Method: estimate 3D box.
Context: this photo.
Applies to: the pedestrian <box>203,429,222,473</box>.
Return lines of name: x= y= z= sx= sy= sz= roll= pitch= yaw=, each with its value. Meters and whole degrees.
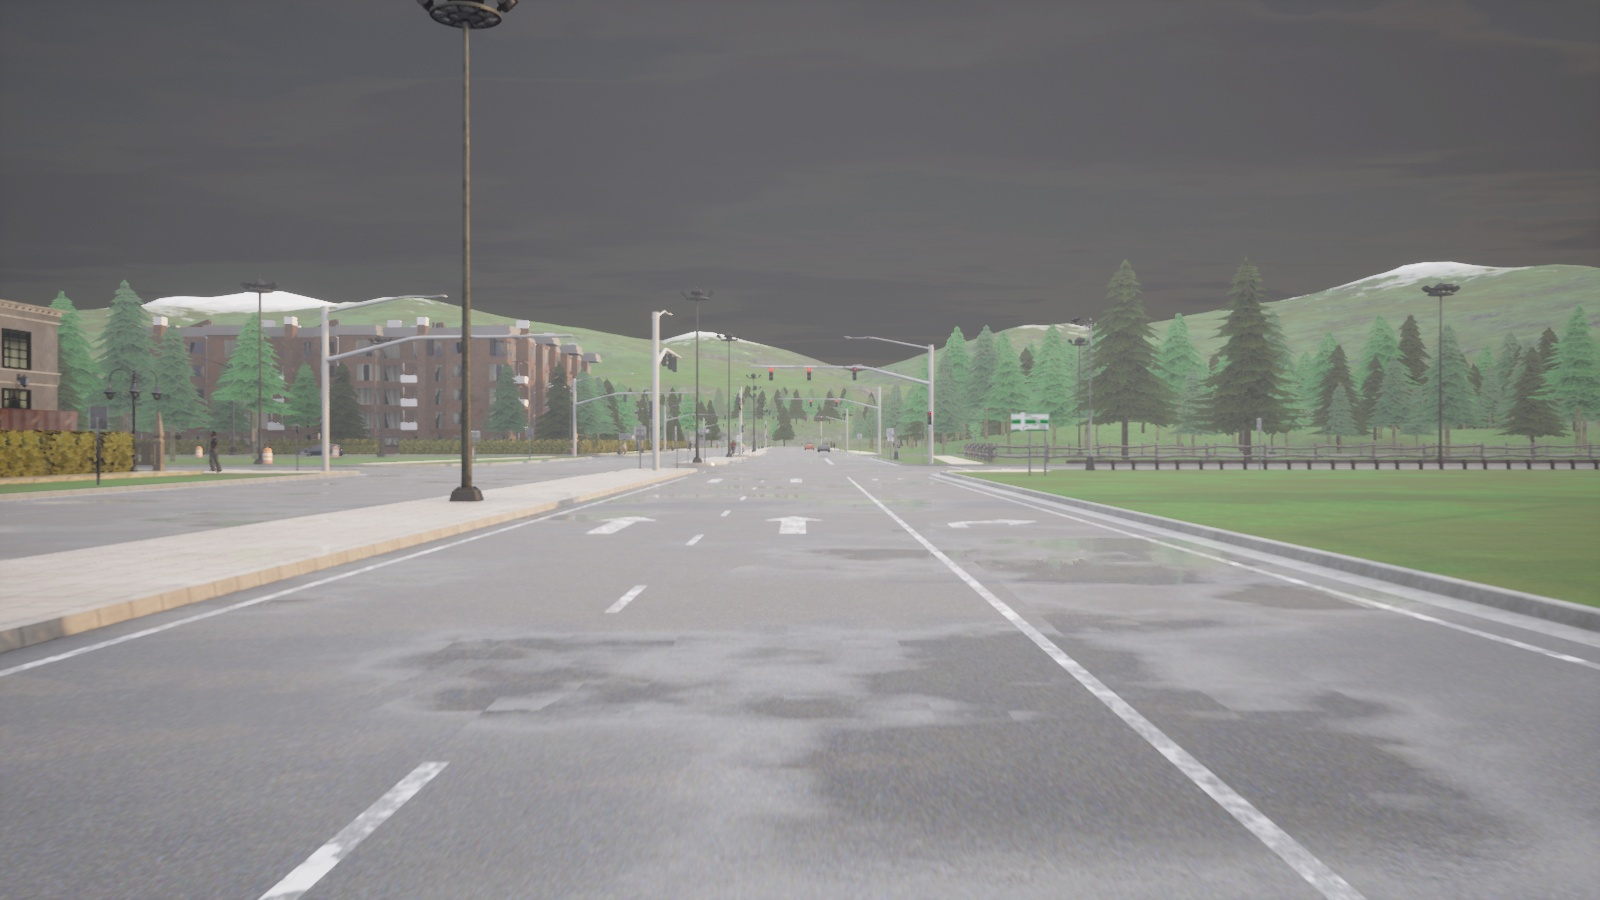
pedestrian: x=-26.059 y=0.033 z=55.731 sx=0.402 sy=1.930 sz=0.666 roll=0 pitch=0 yaw=44
